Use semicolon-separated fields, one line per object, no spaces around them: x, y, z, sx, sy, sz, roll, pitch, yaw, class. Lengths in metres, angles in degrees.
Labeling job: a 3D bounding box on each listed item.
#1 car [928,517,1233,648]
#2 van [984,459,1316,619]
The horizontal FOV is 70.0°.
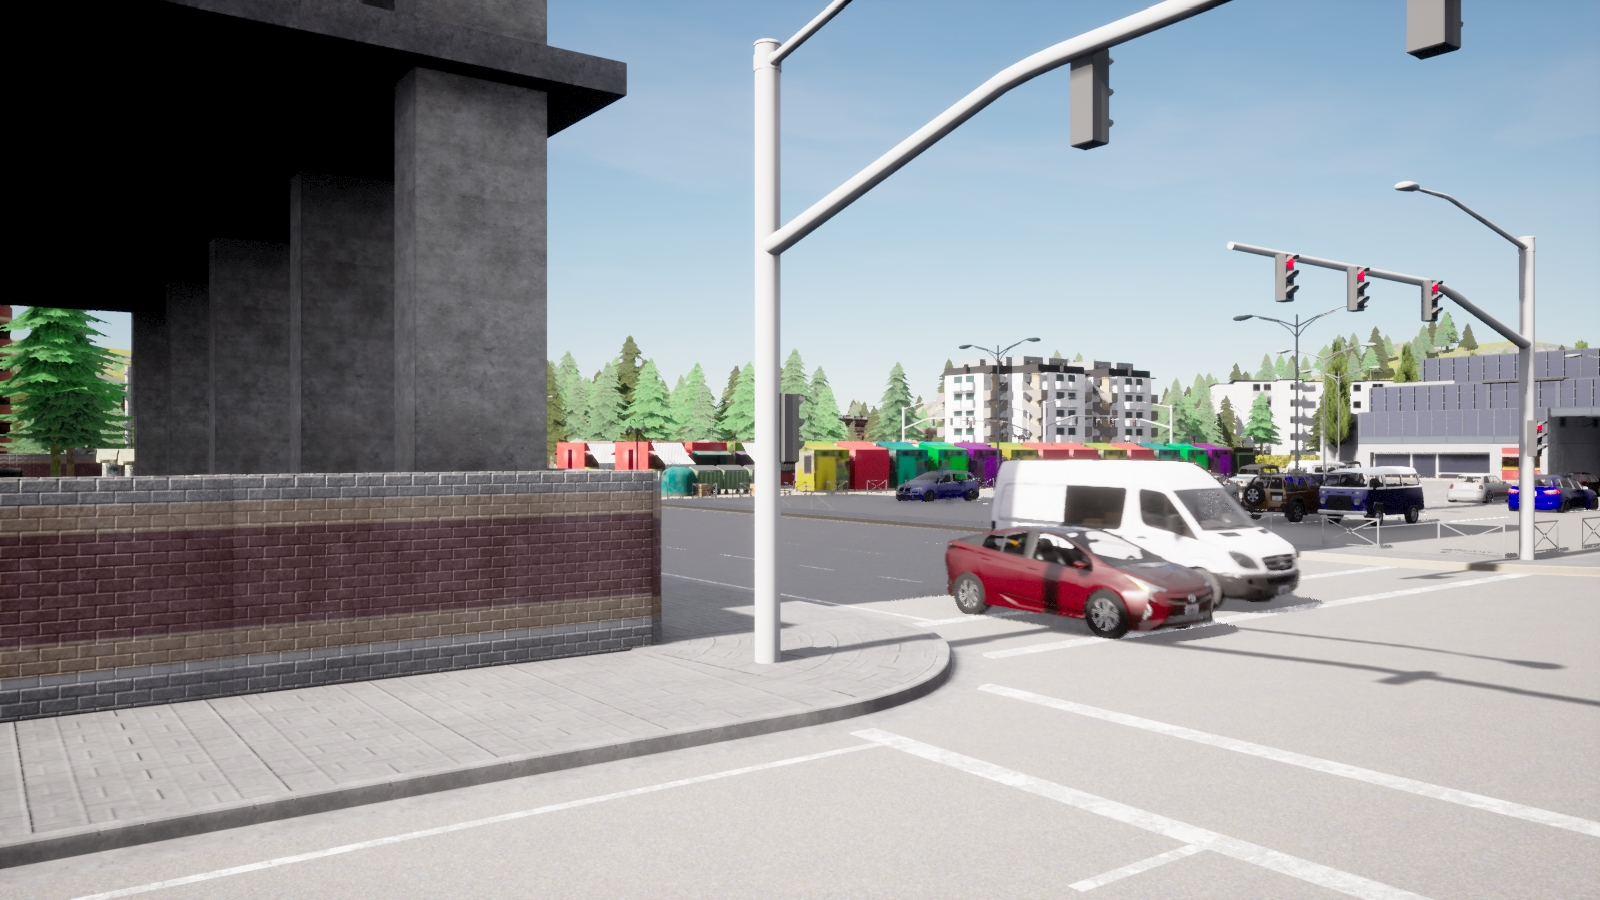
4.337;1.991;18.337;2.007;1.525;4.514;0;0;-37;car
6.365;1.479;21.577;1.988;2.561;5.915;0;0;-38;van
